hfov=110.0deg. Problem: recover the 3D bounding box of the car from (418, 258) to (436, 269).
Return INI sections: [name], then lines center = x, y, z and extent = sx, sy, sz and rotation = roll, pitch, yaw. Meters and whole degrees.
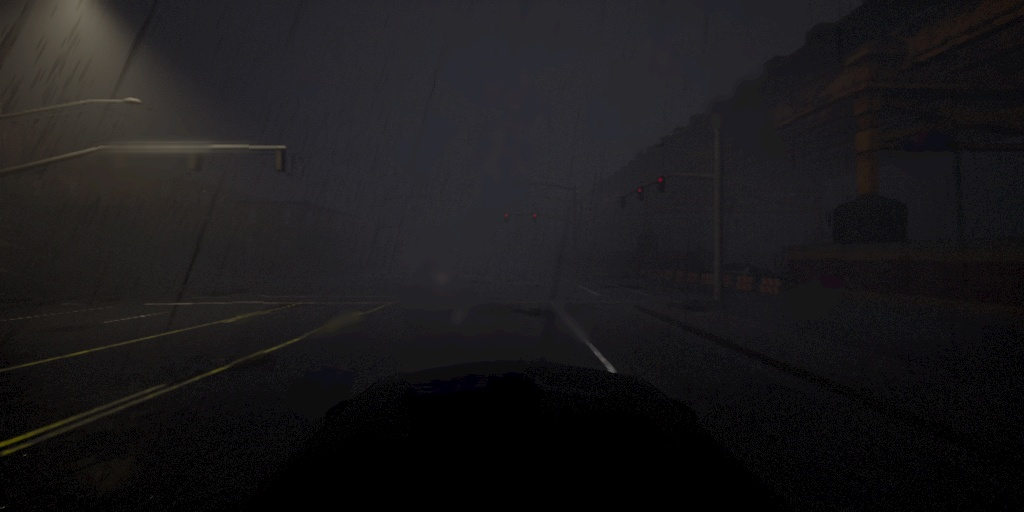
[car]
center = -13.993, 1.144, 59.321
extent = 2.097, 1.767, 4.553
rotation = 0, -1, 0
